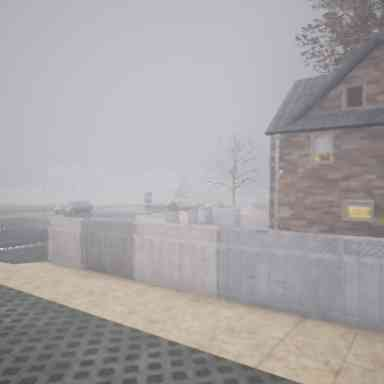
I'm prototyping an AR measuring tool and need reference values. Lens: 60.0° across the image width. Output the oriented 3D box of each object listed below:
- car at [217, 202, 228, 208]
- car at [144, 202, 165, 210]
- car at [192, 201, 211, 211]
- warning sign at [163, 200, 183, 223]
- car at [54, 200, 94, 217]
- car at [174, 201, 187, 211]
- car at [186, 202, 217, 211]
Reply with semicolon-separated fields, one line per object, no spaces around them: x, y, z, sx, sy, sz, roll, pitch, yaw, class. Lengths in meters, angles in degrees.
4.774;2.430;55.699;1.837;1.490;4.892;1;-1;19;car
-6.078;2.289;54.081;1.895;1.301;4.718;1;-1;19;car
1.694;2.388;56.740;1.812;1.442;4.674;1;-1;19;car
-1.645;1.658;28.947;1.300;1.860;1.060;2;1;20;warning sign
-12.644;1.693;35.934;2.097;1.767;4.553;1;-1;20;car
-1.494;2.056;47.334;2.097;1.767;4.553;1;-1;20;car
1.421;2.250;45.846;2.128;1.511;4.902;1;-1;20;car
